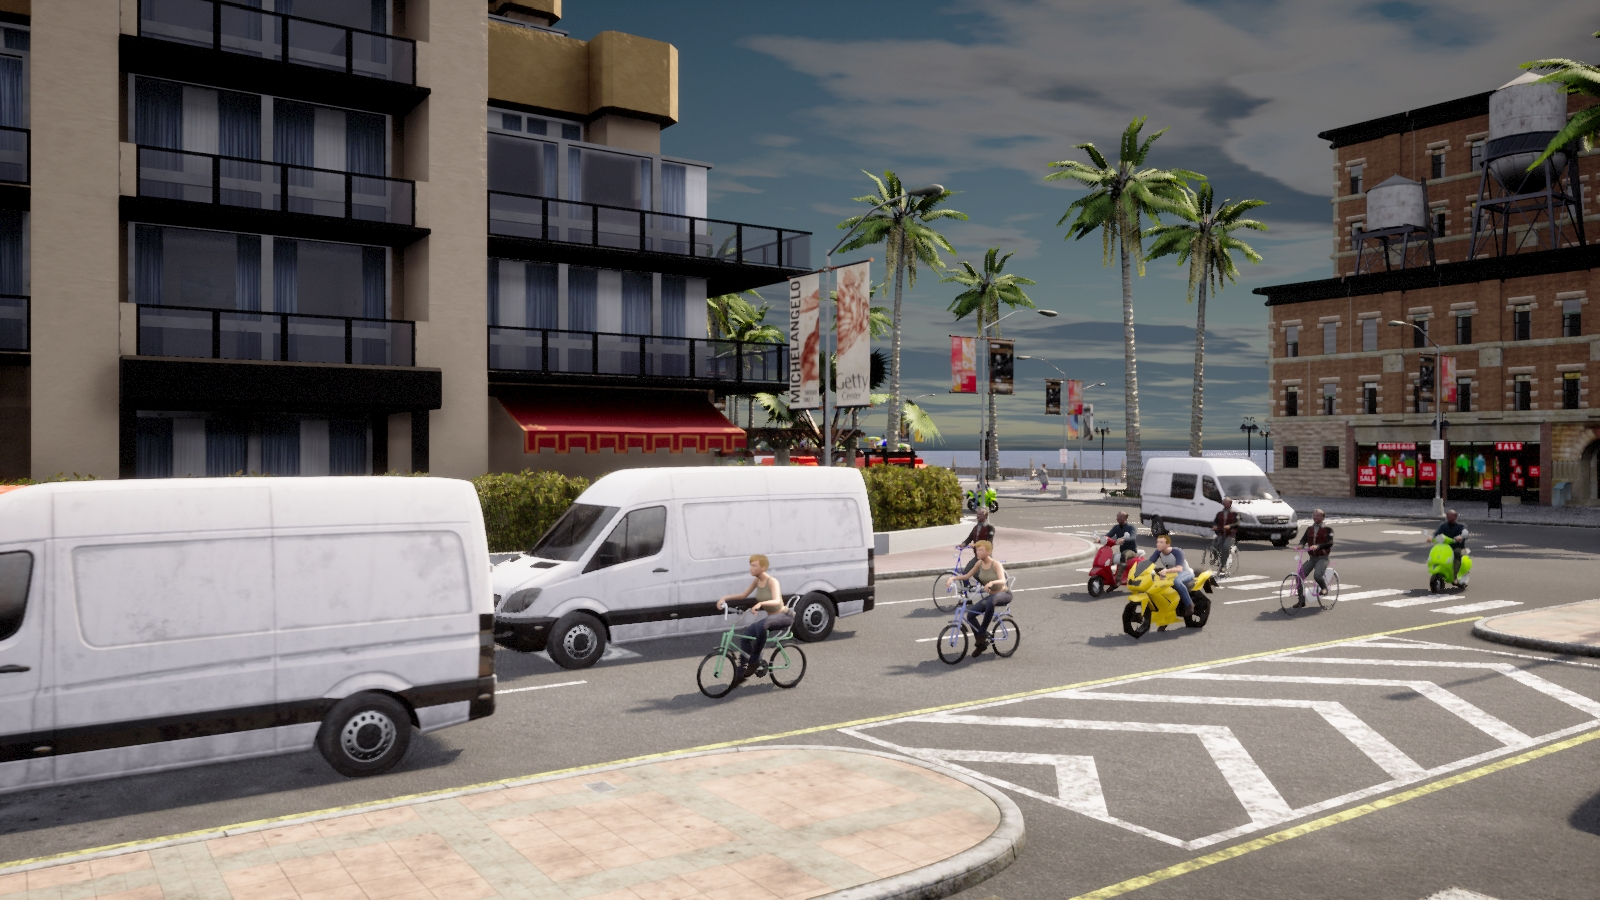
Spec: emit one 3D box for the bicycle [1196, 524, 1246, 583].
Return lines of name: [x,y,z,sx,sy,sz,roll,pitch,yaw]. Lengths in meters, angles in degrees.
bicycle: [9.067,2.208,24.565,0.329,1.171,1.835,0,-1,42]

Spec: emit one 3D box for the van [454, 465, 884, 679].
van: [-1.736,1.534,16.495,5.915,2.561,1.988,0,0,-34]

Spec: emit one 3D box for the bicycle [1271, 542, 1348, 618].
bicycle: [8.765,2.210,19.640,1.835,1.171,0.329,0,0,-36]

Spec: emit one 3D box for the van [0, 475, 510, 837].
van: [-5.661,1.535,9.620,5.915,2.561,1.988,0,0,-34]

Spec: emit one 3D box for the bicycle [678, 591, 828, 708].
bicycle: [-0.536,2.256,13.137,1.487,1.080,0.859,0,0,-35]

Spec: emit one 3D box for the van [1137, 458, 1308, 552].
van: [12.648,1.534,34.731,1.988,2.561,5.915,0,0,-13]

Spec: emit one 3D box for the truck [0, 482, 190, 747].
truck: [-9.223,1.584,11.430,5.204,2.467,2.627,1,-1,-34]

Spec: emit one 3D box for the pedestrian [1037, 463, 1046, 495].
pedestrian: [14.269,1.696,67.626,0.375,1.860,0.375,0,0,-43]

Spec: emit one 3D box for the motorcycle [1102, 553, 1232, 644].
motorcycle: [5.572,2.213,17.294,2.033,1.145,0.803,0,0,-34]
